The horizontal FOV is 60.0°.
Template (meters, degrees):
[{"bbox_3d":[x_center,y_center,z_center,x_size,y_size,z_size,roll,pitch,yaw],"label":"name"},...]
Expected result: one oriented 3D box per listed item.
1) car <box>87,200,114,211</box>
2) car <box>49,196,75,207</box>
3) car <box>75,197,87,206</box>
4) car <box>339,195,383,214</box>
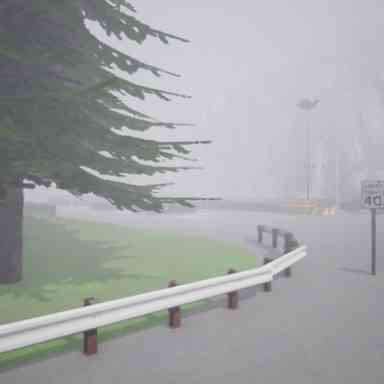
[{"bbox_3d":[-10.696,1.617,41.135,1.895,1.301,4.718,0,0,-44],"label":"car"},{"bbox_3d":[-20.452,1.421,51.395,1.837,1.490,4.892,0,2,-44],"label":"car"},{"bbox_3d":[-17.429,1.431,53.307,1.837,1.490,4.892,0,1,-44],"label":"car"},{"bbox_3d":[18.810,1.240,35.781,2.150,2.045,5.566,1,-1,-34],"label":"car"}]
